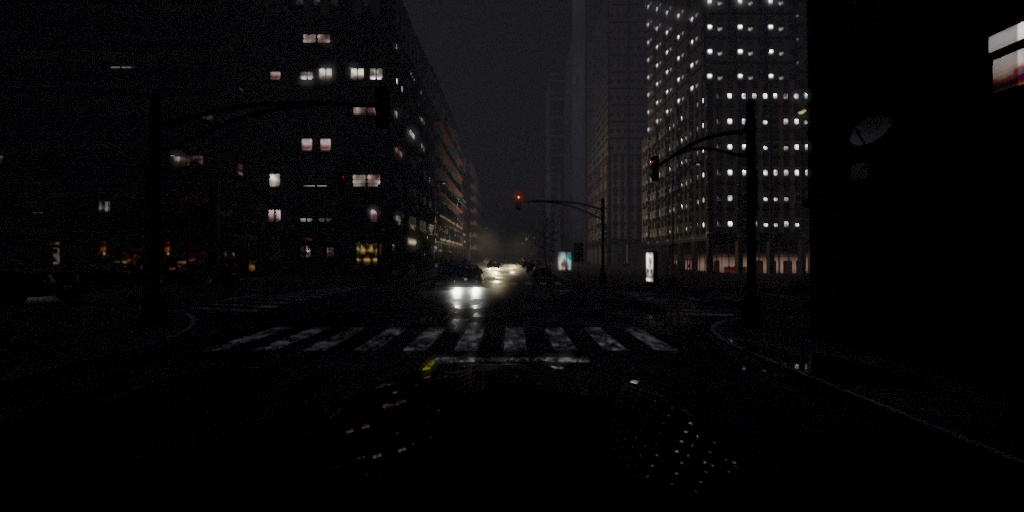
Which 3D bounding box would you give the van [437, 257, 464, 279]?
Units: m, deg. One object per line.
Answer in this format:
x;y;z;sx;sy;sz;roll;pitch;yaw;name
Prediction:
-5.687;1.090;32.646;1.690;1.789;3.998;0;0;0;van

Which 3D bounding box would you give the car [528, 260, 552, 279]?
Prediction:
2.694;1.331;32.644;1.802;1.307;4.207;0;0;0;car

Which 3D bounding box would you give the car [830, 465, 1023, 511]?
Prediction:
2.692;1.316;0.239;1.948;1.339;4.313;0;0;0;car

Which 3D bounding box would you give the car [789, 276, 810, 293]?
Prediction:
19.395;1.636;21.874;4.403;1.370;2.007;0;0;0;car

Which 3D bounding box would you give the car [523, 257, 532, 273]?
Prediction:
2.694;1.191;43.700;1.967;1.591;4.097;0;0;0;car

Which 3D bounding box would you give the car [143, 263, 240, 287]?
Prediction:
-18.792;1.096;21.472;4.313;1.339;1.948;0;0;0;car

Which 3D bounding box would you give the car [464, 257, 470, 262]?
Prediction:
-5.687;1.065;38.173;2.192;1.841;5.009;0;0;0;car

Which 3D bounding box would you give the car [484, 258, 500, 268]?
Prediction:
-2.997;1.296;58.764;1.994;1.385;4.181;0;0;0;car

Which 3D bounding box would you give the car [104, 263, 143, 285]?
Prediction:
-24.362;1.032;21.433;4.207;1.307;1.802;0;0;0;car

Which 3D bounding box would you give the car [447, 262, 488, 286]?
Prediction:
-2.999;1.315;25.139;1.994;1.385;4.181;0;0;0;car

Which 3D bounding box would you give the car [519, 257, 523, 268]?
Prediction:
2.695;1.197;60.282;1.967;1.591;4.097;0;0;0;car

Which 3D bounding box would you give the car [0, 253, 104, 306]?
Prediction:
-18.771;0.779;13.092;5.009;1.841;2.192;0;0;0;car
